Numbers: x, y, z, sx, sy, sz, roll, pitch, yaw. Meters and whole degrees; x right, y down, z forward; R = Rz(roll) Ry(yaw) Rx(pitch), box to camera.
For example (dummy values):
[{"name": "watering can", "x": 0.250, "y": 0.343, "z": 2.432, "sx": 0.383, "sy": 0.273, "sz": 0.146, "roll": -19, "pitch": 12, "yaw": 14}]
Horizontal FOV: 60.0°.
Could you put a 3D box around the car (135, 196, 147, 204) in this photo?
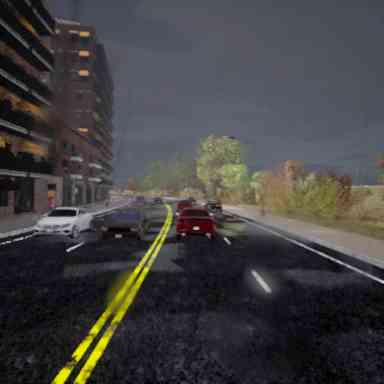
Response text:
[{"name": "car", "x": -9.564, "y": 1.481, "z": 62.360, "sx": 2.097, "sy": 1.767, "sz": 4.553, "roll": 1, "pitch": 0, "yaw": -6}]

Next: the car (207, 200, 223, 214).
[{"name": "car", "x": 2.423, "y": 1.721, "z": 39.307, "sx": 2.128, "sy": 1.511, "sz": 4.902, "roll": 1, "pitch": 0, "yaw": -4}]

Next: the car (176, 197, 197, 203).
[{"name": "car", "x": -0.863, "y": 1.658, "z": 39.832, "sx": 1.882, "sy": 1.535, "sz": 5.008, "roll": 1, "pitch": 0, "yaw": -4}]

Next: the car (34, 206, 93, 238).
[{"name": "car", "x": -6.559, "y": 1.508, "z": 17.537, "sx": 1.812, "sy": 1.442, "sz": 4.674, "roll": 1, "pitch": 0, "yaw": -1}]

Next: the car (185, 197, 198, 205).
[{"name": "car", "x": -0.162, "y": 1.798, "z": 66.079, "sx": 1.837, "sy": 1.490, "sz": 4.892, "roll": 1, "pitch": 0, "yaw": -7}]

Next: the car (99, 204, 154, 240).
[{"name": "car", "x": -3.303, "y": 1.583, "z": 17.416, "sx": 2.033, "sy": 1.411, "sz": 5.357, "roll": 1, "pitch": 0, "yaw": -1}]

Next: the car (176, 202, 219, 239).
[{"name": "car", "x": 0.136, "y": 1.572, "z": 18.072, "sx": 1.882, "sy": 1.535, "sz": 5.008, "roll": 1, "pitch": 0, "yaw": -1}]

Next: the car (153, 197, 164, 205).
[{"name": "car", "x": -6.332, "y": 1.678, "z": 62.715, "sx": 1.837, "sy": 1.490, "sz": 4.892, "roll": 1, "pitch": 0, "yaw": -6}]
